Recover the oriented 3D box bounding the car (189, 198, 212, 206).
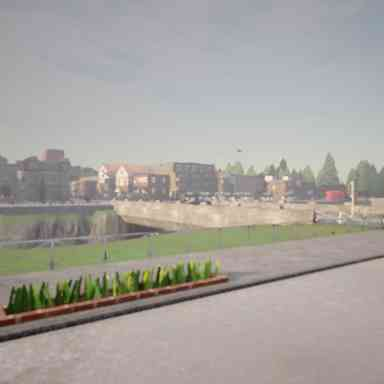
[{"bbox_3d":[1.449,1.767,54.991,1.812,1.442,4.674,1,0,-35],"label":"car"}]
